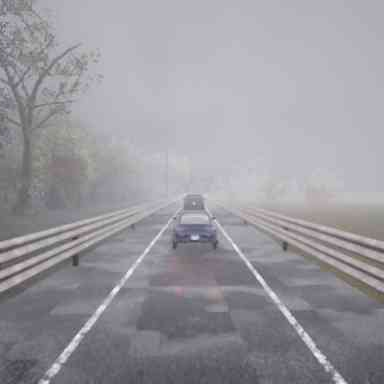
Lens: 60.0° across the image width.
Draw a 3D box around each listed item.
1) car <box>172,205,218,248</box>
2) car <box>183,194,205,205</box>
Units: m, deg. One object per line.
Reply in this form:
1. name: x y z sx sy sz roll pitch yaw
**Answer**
1. car: 0.114 1.526 14.724 1.812 1.442 4.674 0 0 0
2. car: 0.228 1.220 35.110 2.150 2.045 5.566 0 0 0
